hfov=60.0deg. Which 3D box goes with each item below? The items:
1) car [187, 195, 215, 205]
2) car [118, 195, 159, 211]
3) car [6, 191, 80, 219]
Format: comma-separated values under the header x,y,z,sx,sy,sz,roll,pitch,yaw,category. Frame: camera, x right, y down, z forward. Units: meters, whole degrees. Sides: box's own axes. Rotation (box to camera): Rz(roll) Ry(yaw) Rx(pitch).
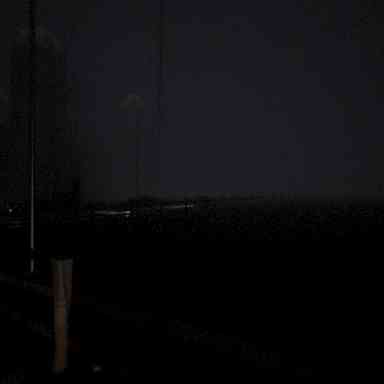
x,y,z,sx,sy,sz,roll,pitch,yaw,category
1.066,1.026,44.455,1.895,1.301,4.718,1,1,35,car
-5.569,1.064,35.060,1.882,1.535,5.008,1,1,35,car
-11.617,0.958,26.470,2.150,2.045,5.566,1,1,35,car
